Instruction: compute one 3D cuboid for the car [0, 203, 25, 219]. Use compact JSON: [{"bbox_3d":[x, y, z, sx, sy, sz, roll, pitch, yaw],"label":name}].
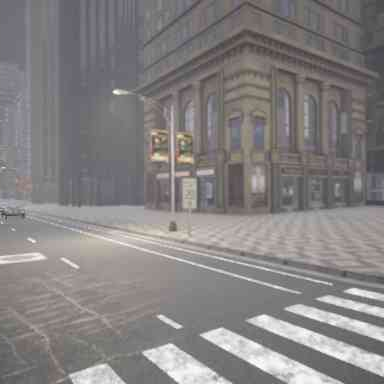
[{"bbox_3d":[-19.444,2.110,36.209,2.033,1.411,5.357,0,0,-35],"label":"car"}]
